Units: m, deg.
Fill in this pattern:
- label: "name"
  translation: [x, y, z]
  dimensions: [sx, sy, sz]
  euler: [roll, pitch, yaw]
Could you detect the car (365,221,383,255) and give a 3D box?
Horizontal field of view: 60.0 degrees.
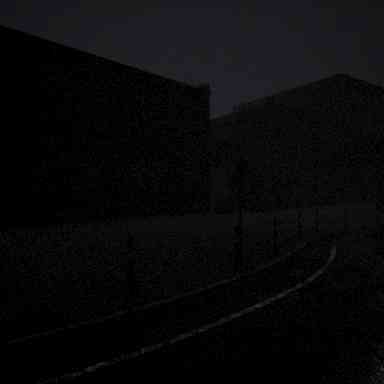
- label: "car"
  translation: [6.766, 1.521, 9.967]
  dimensions: [1.895, 1.301, 4.718]
  euler: [-1, 0, 15]
